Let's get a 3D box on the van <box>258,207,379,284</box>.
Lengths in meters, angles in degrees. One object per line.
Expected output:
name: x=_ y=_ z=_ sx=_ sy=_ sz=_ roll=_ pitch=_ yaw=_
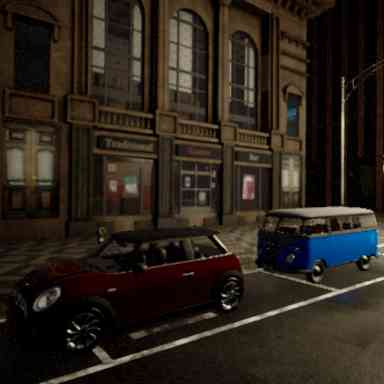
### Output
van: x=3.562 y=1.337 z=9.297 sx=3.998 sy=1.788 sz=1.690 roll=0 pitch=1 yaw=-36

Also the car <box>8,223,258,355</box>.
car: x=-1.016 y=1.439 z=6.030 sx=4.097 sy=1.590 sz=1.967 roll=0 pitch=1 yaw=-36
